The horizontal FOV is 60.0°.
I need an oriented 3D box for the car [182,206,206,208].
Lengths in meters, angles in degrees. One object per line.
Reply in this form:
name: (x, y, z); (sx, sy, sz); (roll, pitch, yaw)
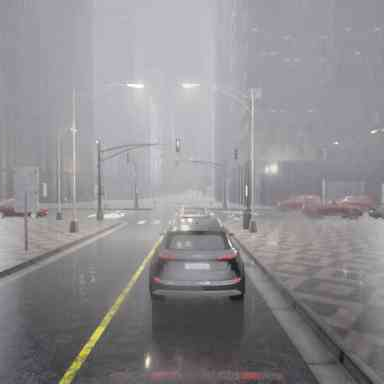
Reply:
car: (0.116, 1.507, 17.420); (1.837, 1.490, 4.892); (0, 0, 0)

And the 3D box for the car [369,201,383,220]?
car: (17.798, 1.742, 29.129); (4.313, 1.339, 1.947); (0, 1, 0)

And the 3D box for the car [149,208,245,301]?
car: (0.118, 1.428, 8.334); (2.033, 1.649, 4.856); (0, 0, 0)

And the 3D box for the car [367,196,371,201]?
car: (17.794, 1.353, 37.649); (5.009, 1.841, 2.192); (0, 1, 0)

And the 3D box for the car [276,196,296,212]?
car: (12.151, 1.325, 37.639); (5.009, 1.841, 2.192); (0, 1, 0)

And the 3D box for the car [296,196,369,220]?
car: (12.156, 1.463, 29.115); (5.009, 1.841, 2.192); (0, 1, 0)

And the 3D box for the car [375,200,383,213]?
car: (23.435, 1.633, 37.662); (4.313, 1.339, 1.947); (0, 1, 0)

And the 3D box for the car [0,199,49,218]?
car: (-14.886, 1.566, 29.068); (4.507, 1.381, 1.887); (0, 1, 0)
